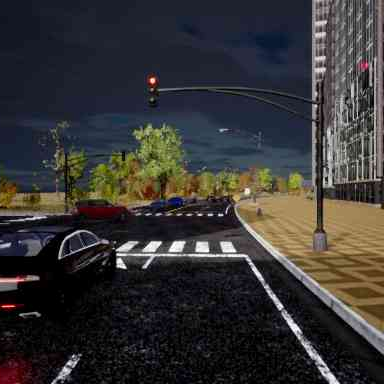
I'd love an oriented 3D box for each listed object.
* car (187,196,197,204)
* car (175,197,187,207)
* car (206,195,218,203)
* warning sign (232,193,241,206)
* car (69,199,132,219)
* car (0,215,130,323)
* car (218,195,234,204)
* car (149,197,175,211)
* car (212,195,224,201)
[{"bbox_3d":[-0.231,1.556,65.071,2.033,1.411,5.357,0,0,11],"label":"car"},{"bbox_3d":[-2.504,1.481,51.705,1.882,1.535,5.008,0,0,9],"label":"car"},{"bbox_3d":[4.137,1.485,70.423,1.882,1.535,5.008,0,0,12],"label":"car"},{"bbox_3d":[6.482,1.123,48.260,1.300,1.860,1.060,0,0,8],"label":"warning sign"},{"bbox_3d":[-6.965,1.350,25.386,4.553,1.767,2.097,0,0,-29],"label":"car"},{"bbox_3d":[-2.989,1.491,7.163,2.128,1.511,4.902,0,0,1],"label":"car"},{"bbox_3d":[6.867,1.492,66.782,1.882,1.535,5.008,0,-1,11],"label":"car"},{"bbox_3d":[-3.909,1.548,41.487,2.033,1.411,5.357,0,0,7],"label":"car"},{"bbox_3d":[6.347,1.409,80.538,2.033,1.411,5.357,0,0,14],"label":"car"}]
